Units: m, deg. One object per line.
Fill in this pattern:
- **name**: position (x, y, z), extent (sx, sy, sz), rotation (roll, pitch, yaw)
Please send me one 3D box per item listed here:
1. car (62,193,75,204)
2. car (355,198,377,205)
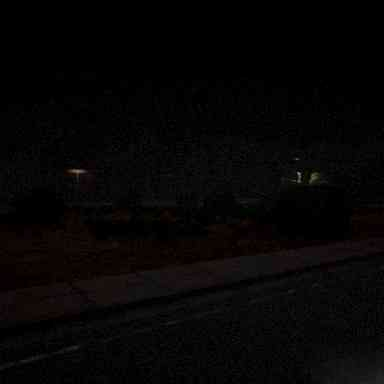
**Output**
- **car**: position (-23.950, 1.287, 63.790), extent (1.905, 1.878, 3.866), rotation (6, 2, 8)
- **car**: position (35.461, 2.072, 68.540), extent (2.128, 1.511, 4.902), rotation (1, 0, -38)
